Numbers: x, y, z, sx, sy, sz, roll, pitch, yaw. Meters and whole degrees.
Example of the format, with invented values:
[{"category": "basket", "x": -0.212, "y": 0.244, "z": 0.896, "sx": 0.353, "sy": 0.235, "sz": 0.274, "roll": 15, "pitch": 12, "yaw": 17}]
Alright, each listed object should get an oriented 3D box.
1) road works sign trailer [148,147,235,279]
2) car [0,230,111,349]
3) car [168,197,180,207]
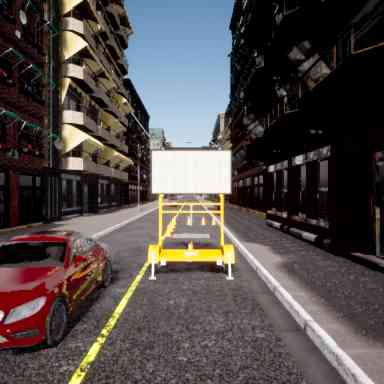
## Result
[{"category": "road works sign trailer", "x": -0.021, "y": 0.467, "z": 9.993, "sx": 2.380, "sy": 3.560, "sz": 2.880, "roll": 0, "pitch": 0, "yaw": 0}, {"category": "car", "x": -2.866, "y": 1.527, "z": 6.455, "sx": 1.812, "sy": 1.442, "sz": 4.674, "roll": 0, "pitch": 0, "yaw": 0}, {"category": "car", "x": -2.864, "y": 1.563, "z": 53.043, "sx": 1.812, "sy": 1.442, "sz": 4.674, "roll": 0, "pitch": 0, "yaw": 0}]
